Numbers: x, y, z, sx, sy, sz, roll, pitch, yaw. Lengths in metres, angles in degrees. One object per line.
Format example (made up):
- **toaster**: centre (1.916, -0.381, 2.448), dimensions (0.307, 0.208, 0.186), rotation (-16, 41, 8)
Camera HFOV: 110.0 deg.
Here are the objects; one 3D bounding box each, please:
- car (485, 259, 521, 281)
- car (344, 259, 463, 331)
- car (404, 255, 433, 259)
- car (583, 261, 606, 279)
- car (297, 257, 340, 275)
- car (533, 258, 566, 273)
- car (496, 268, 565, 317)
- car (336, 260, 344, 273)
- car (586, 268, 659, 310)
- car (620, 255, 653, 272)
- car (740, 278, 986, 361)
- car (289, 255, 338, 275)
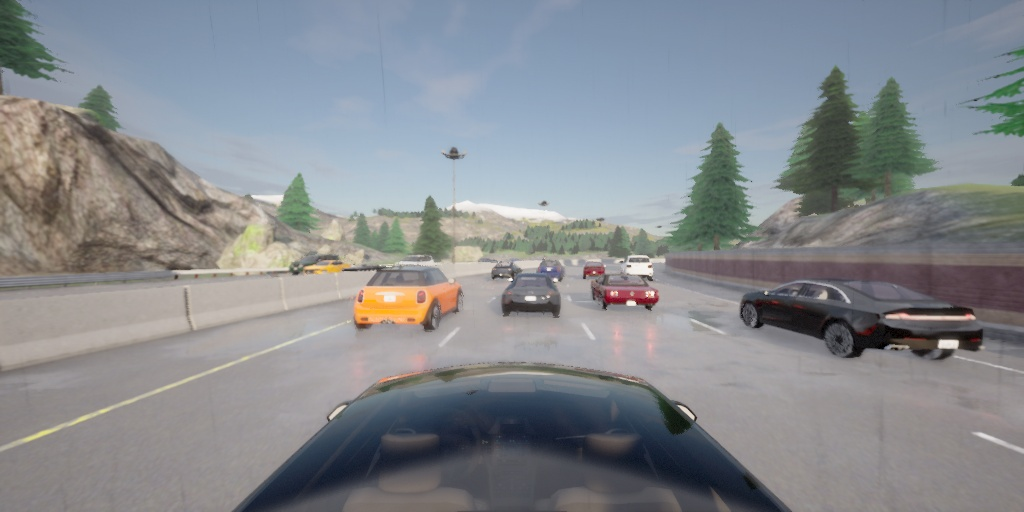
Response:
- **car**: centre (-0.371, 1.217, 29.533), dimensions (2.128, 1.511, 4.902), rotation (0, 0, 11)
- **car**: centre (-2.926, 1.086, 11.124), dimensions (2.097, 1.767, 4.553), rotation (0, 0, 4)
- **car**: centre (-9.815, 0.914, 36.320), dimensions (2.150, 2.045, 5.566), rotation (0, 0, 14)
- **car**: centre (7.478, 1.222, 32.549), dimensions (1.882, 1.535, 5.008), rotation (0, 0, 13)
- **car**: centre (-17.459, 1.153, 34.102), dimensions (1.882, 1.535, 5.008), rotation (0, 0, 12)
- **car**: centre (3.314, 1.087, 29.965), dimensions (2.097, 1.767, 4.553), rotation (0, 0, 12)
- **car**: centre (0.761, 1.306, 13.302), dimensions (1.994, 1.385, 4.181), rotation (0, 0, 5)
- **car**: centre (-13.960, 1.286, 33.877), dimensions (1.895, 1.301, 4.718), rotation (0, 0, 12)
- **car**: centre (4.369, 1.352, 14.657), dimensions (1.895, 1.301, 4.718), rotation (0, 0, 6)
- **car**: centre (10.633, 0.976, 30.794), dimensions (2.150, 2.045, 5.566), rotation (0, 0, 13)
- **car**: centre (7.395, 1.256, 8.387), dimensions (2.128, 1.511, 4.902), rotation (0, 0, 3)
- **car**: centre (-20.336, 0.885, 37.410), dimensions (2.150, 2.045, 5.566), rotation (0, 0, 13)
